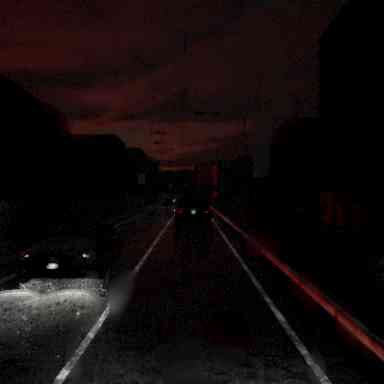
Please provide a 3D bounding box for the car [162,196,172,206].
[{"bbox_3d":[-3.586,1.351,52.797,2.097,1.767,4.553,0,0,0],"label":"car"}]

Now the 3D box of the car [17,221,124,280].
[{"bbox_3d":[-3.316,1.567,9.883,1.994,1.385,4.181,0,0,0],"label":"car"}]

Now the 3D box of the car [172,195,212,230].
[{"bbox_3d":[0.075,1.205,21.182,2.150,2.045,5.566,0,0,0],"label":"car"}]

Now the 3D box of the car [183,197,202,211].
[{"bbox_3d":[0.049,1.472,41.232,2.128,1.511,4.902,0,0,0],"label":"car"}]
